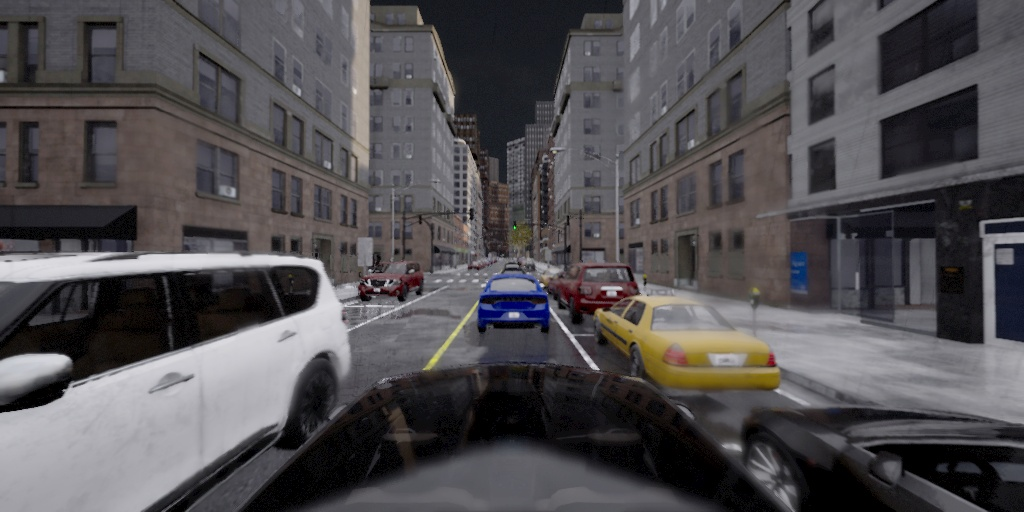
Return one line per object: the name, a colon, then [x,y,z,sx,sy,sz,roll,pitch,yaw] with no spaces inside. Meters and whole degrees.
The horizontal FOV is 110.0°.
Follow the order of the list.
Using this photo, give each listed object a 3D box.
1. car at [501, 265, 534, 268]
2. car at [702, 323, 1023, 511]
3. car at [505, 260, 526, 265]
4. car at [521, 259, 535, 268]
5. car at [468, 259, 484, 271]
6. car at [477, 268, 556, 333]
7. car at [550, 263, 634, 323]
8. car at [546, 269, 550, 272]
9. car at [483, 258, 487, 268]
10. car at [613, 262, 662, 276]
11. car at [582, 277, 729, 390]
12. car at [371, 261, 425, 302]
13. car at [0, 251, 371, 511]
car: [0.080,1.427,20.931,1.994,1.385,4.181,0,0,0]
car: [2.764,1.313,1.182,1.948,1.339,4.313,0,0,0]
car: [0.053,1.395,32.947,1.837,1.490,4.892,0,0,0]
car: [2.714,1.518,55.500,2.007,1.370,4.403,0,0,0]
car: [-5.811,1.512,55.499,1.888,1.381,4.507,0,0,0]
car: [0.026,1.287,11.048,1.882,1.535,5.008,0,-1,-1]
car: [2.754,1.131,12.289,2.192,1.841,5.009,0,0,0]
car: [2.749,1.429,17.840,1.802,1.307,4.207,0,0,0]
car: [-5.816,1.414,60.924,1.967,1.591,4.097,0,0,0]
car: [13.449,1.429,38.595,4.674,1.442,1.812,0,-1,-1]
car: [2.759,1.308,6.904,1.751,1.417,4.829,0,0,0]
car: [-5.777,1.161,17.839,2.192,1.841,5.009,0,0,0]
car: [-3.101,0.975,2.286,2.150,2.045,5.566,0,0,0]
